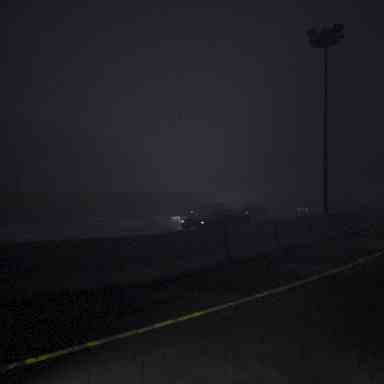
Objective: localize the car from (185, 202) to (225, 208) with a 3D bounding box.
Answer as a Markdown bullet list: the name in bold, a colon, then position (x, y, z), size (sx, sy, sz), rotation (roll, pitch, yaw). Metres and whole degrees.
- **car**: position (1.725, 1.718, 31.286), size (1.837, 1.490, 4.892), rotation (0, 0, 34)

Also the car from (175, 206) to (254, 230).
- **car**: position (1.458, 1.737, 19.809), size (1.895, 1.301, 4.718), rotation (0, 0, 42)

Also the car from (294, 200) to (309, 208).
- **car**: position (19.413, 2.049, 58.885), size (1.994, 1.385, 4.181), rotation (0, 0, 8)

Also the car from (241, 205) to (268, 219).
- **car**: position (5.212, 1.824, 30.145), size (1.895, 1.301, 4.718), rotation (0, 0, 34)

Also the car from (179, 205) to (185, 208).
- **car**: position (0.341, 1.779, 35.354), size (2.033, 1.411, 5.357), rotation (0, 0, 32)
